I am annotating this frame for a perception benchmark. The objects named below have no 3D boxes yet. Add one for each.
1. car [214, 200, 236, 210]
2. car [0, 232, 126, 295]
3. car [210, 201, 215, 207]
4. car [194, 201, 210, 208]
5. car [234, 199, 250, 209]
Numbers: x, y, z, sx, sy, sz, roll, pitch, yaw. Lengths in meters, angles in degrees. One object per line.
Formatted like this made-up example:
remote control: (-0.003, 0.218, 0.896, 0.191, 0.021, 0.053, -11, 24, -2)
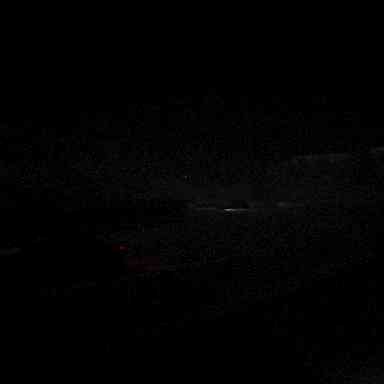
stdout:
car: (6.913, 2.971, 70.194, 1.812, 1.442, 4.674, -1, -1, -17)
car: (-4.088, 1.901, 9.783, 4.181, 1.385, 1.994, 0, -2, -38)
car: (5.535, 3.224, 86.347, 1.837, 1.490, 4.892, -1, -1, -17)
car: (2.182, 3.160, 85.334, 2.097, 1.767, 4.553, -1, -1, -17)
car: (10.252, 2.592, 71.217, 2.150, 2.045, 5.566, -1, -1, -17)
